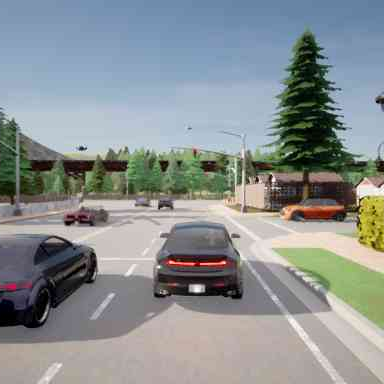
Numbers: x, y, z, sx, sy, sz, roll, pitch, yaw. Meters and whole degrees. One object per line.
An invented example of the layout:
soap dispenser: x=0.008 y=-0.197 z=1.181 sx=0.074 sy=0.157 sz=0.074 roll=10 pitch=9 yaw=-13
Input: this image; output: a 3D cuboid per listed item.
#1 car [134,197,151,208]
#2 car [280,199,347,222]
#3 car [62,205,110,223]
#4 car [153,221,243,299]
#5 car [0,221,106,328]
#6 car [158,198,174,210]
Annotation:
car: x=-7.038 y=1.525 z=47.833 sx=1.812 sy=1.442 sz=4.674 roll=0 pitch=0 yaw=0
car: x=9.004 y=1.314 z=24.973 sx=4.553 sy=1.767 sz=2.097 roll=0 pitch=0 yaw=0
car: x=-7.106 y=1.601 z=22.705 sx=1.895 sy=1.301 sz=4.718 roll=0 pitch=0 yaw=0
car: x=0.193 y=1.505 z=8.465 sx=1.837 sy=1.490 sz=4.892 roll=0 pitch=0 yaw=2
car: x=-3.420 y=1.564 z=6.979 sx=1.994 sy=1.385 sz=4.181 roll=0 pitch=0 yaw=0
car: x=-3.411 y=1.505 z=43.737 sx=1.837 sy=1.490 sz=4.892 roll=0 pitch=0 yaw=0
